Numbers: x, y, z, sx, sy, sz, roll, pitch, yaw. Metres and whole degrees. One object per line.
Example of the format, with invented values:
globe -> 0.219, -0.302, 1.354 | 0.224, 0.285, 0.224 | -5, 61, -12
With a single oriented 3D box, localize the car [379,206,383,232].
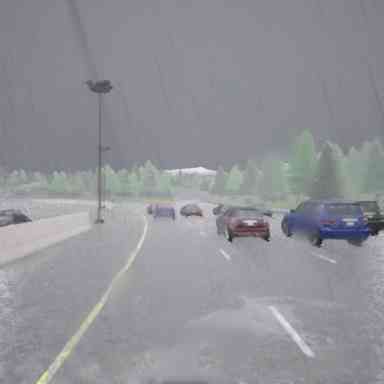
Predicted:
car -> 9.427, 1.482, 20.715 | 2.150, 2.045, 5.566 | 0, -1, -6

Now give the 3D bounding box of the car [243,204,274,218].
car -> 7.185, 2.036, 36.396 | 1.994, 1.385, 4.181 | 0, -1, -10

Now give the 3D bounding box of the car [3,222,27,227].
car -> -11.969, 1.854, 21.350 | 1.994, 1.385, 4.181 | 0, -1, -7

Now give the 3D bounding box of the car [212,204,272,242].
car -> 2.618, 1.588, 18.116 | 2.097, 1.767, 4.553 | 0, -1, -5

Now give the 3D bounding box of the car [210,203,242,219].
car -> 3.637, 2.023, 36.466 | 2.033, 1.411, 5.357 | 0, -1, -11

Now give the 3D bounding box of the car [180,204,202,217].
car -> -0.154, 2.057, 37.554 | 1.994, 1.385, 4.181 | 0, -1, -10

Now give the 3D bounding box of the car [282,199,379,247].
car -> 6.309, 1.433, 16.395 | 2.150, 2.045, 5.566 | 0, -1, -5

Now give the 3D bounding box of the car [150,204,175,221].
car -> -2.759, 1.904, 32.355 | 1.882, 1.535, 5.008 | 0, -1, -9

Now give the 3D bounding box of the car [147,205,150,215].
car -> -4.643, 2.158, 42.261 | 1.895, 1.301, 4.718 | 0, -1, -12
